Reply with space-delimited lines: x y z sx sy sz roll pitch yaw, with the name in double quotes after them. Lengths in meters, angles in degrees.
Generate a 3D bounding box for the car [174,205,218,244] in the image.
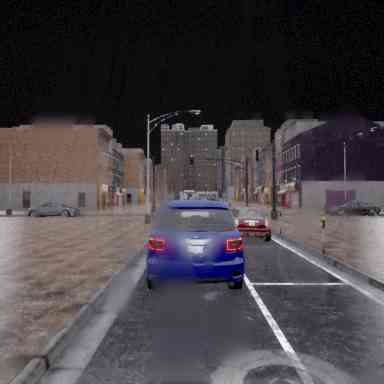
0.124 1.500 17.044 1.882 1.535 5.008 0 0 -1 "car"

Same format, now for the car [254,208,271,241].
2.689 1.462 16.857 1.967 1.590 4.097 2 0 0 "car"

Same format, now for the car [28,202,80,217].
-11.924 1.590 28.928 4.181 1.385 1.994 0 -2 0 "car"

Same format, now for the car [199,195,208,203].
2.796 1.757 81.668 2.192 1.841 5.009 1 -1 0 "car"

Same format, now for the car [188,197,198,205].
0.209 1.791 65.845 1.837 1.490 4.892 0 0 0 "car"

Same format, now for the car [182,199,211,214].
0.387 1.585 37.893 2.128 1.511 4.902 -1 0 -14 "car"

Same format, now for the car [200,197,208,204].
2.783 1.912 76.397 1.752 1.417 4.829 1 -1 0 "car"

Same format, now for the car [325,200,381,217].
15.270 1.580 31.662 4.892 1.490 1.837 0 -2 0 "car"

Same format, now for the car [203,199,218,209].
2.737 1.718 49.040 1.947 1.339 4.313 1 0 0 "car"

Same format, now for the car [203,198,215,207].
2.748 1.717 54.647 1.752 1.417 4.829 1 0 0 "car"

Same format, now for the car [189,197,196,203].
0.142 1.968 84.119 1.837 1.490 4.892 0 -1 0 "car"

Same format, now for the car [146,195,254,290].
0.056 1.231 9.218 2.150 2.045 5.566 0 0 -1 "car"

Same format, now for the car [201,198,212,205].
2.764 1.847 65.352 1.947 1.339 4.313 1 -1 0 "car"

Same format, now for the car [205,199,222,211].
2.728 1.685 43.603 1.947 1.339 4.313 1 0 0 "car"

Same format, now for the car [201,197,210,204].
2.774 1.859 70.959 1.752 1.417 4.829 1 -1 0 "car"
